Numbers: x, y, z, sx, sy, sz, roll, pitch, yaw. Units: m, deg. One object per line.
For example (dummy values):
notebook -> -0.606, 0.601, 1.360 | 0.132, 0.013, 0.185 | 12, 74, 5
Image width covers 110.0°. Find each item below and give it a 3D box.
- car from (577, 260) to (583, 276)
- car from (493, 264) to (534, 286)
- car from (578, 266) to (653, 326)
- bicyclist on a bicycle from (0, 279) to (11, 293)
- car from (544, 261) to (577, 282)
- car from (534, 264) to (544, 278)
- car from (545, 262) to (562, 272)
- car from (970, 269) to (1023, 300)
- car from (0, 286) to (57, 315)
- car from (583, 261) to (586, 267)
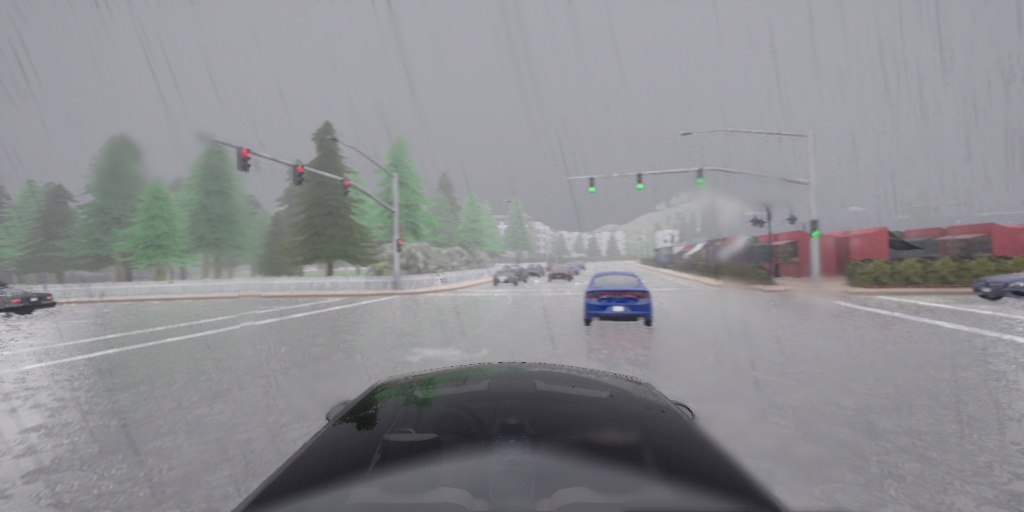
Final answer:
car -> 6.578, 1.392, 40.276 | 1.882, 1.535, 5.008 | -2, 0, 14
car -> -0.043, 1.482, 28.081 | 2.128, 1.511, 4.902 | -2, -1, 16
car -> 3.361, 1.227, 11.779 | 1.882, 1.535, 5.008 | -2, 0, 14
bicyclist on a bicycle -> -30.670, 2.005, 21.359 | 0.582, 1.620, 1.656 | -1, 0, -14
car -> 4.281, 1.376, 30.981 | 1.882, 1.535, 5.008 | -2, 0, 14
car -> 2.347, 1.554, 37.758 | 2.033, 1.411, 5.357 | -2, 0, 14
car -> 6.291, 1.599, 53.646 | 1.994, 1.385, 4.181 | -2, -1, 15
car -> 18.445, 0.824, 11.718 | 4.674, 1.442, 1.812 | -2, 0, 14
car -> -23.236, 2.000, 15.253 | 5.357, 1.411, 2.033 | -1, -1, -7
car -> 10.297, 1.417, 55.189 | 1.882, 1.535, 5.008 | -2, -1, 14
